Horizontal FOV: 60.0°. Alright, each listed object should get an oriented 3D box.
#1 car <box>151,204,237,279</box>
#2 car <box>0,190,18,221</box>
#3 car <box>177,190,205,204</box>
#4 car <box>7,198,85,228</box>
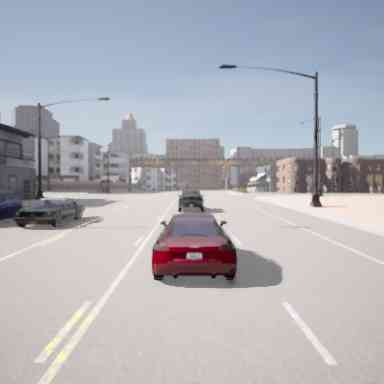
[{"bbox_3d":[0.039,1.264,9.104,1.994,1.385,4.181,0,2,0],"label":"car"},{"bbox_3d":[-10.682,0.746,17.208,2.097,1.767,4.553,0,2,0],"label":"car"},{"bbox_3d":[-0.070,0.585,25.240,1.837,1.490,4.892,0,2,0],"label":"car"},{"bbox_3d":[-7.183,0.995,17.187,1.895,1.301,4.718,0,2,0],"label":"car"}]
